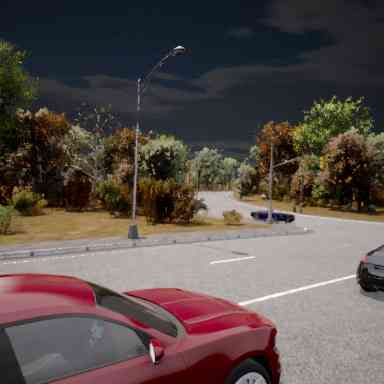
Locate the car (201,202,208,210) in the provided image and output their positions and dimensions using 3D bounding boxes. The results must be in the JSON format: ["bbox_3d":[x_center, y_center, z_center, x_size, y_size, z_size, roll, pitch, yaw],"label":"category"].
[{"bbox_3d":[0.878,1.935,50.024,2.033,1.411,5.357,3,1,-16],"label":"car"}]

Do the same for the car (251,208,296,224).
[{"bbox_3d":[7.741,2.249,32.019,1.895,1.301,4.718,3,-1,-25],"label":"car"}]

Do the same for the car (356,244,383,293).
[{"bbox_3d":[5.797,1.666,7.937,4.181,1.385,1.994,1,-1,-35],"label":"car"}]

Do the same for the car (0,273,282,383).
[{"bbox_3d":[-1.351,1.479,2.782,5.008,1.535,1.882,0,0,-36],"label":"car"}]
